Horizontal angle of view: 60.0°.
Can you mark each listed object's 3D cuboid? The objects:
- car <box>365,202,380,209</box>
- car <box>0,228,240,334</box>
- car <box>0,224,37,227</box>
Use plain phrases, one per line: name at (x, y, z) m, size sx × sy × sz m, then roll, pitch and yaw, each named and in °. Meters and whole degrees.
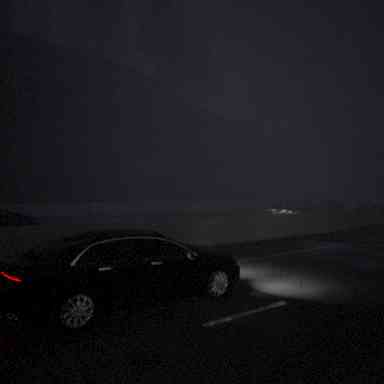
car at (21.761, 1.849, 41.231) m, size 1.895 × 1.301 × 4.718 m, roll 0°, pitch 0°, yaw 42°
car at (-1.172, 1.510, 6.782) m, size 4.892 × 1.490 × 1.837 m, roll 1°, pitch 0°, yaw -35°
car at (-9.305, 1.455, 14.163) m, size 4.902 × 1.511 × 2.128 m, roll 1°, pitch 0°, yaw -34°
